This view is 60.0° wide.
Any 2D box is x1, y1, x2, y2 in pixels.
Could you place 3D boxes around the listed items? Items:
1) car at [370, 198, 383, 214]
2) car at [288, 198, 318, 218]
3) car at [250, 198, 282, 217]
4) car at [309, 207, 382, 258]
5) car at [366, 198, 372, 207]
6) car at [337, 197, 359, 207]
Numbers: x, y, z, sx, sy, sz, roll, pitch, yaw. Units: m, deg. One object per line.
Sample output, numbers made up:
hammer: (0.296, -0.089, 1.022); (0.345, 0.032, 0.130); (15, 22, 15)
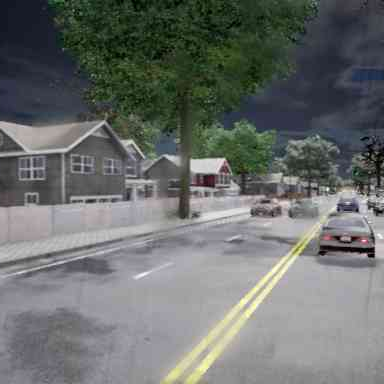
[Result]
car: (18.394, 1.531, 31.648); (1.895, 1.301, 4.718); (0, 0, 25)
car: (9.763, 1.305, 29.009); (2.097, 1.767, 4.553); (0, 0, 25)
car: (6.820, 1.312, 30.387); (2.097, 1.767, 4.553); (0, 0, 25)
car: (5.934, 1.520, 12.810); (2.033, 1.411, 5.357); (0, 0, 25)
car: (23.408, 1.460, 42.507); (2.033, 1.411, 5.357); (0, 0, 26)
car: (16.776, 1.285, 35.837); (2.097, 1.767, 4.553); (0, 0, 25)
